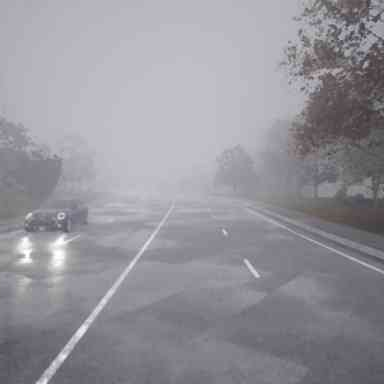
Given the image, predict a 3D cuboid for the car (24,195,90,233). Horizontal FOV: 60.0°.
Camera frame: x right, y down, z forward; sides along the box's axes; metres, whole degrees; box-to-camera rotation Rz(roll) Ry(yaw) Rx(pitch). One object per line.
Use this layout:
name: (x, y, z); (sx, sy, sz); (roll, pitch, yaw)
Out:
car: (-7.194, 1.117, 18.161); (2.097, 1.767, 4.553); (0, 2, 0)
